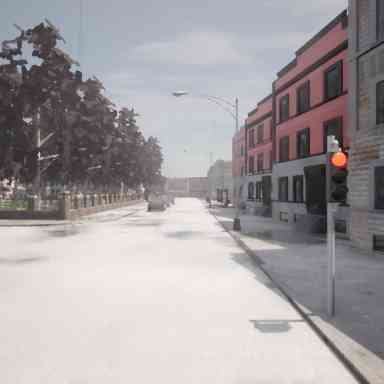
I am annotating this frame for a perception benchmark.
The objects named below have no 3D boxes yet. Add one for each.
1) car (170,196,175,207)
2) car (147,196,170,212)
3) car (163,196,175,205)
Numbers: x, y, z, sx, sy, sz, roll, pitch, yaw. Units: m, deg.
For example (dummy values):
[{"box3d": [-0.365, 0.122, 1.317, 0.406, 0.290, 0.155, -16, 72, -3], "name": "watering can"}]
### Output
[{"box3d": [-4.083, 1.547, 49.263, 2.033, 1.411, 5.357, 0, 0, 0], "name": "car"}, {"box3d": [-4.087, 1.478, 39.363, 1.882, 1.535, 5.008, 0, 0, 0], "name": "car"}, {"box3d": [-4.050, 1.505, 59.662, 1.837, 1.490, 4.892, 0, 0, 0], "name": "car"}]
